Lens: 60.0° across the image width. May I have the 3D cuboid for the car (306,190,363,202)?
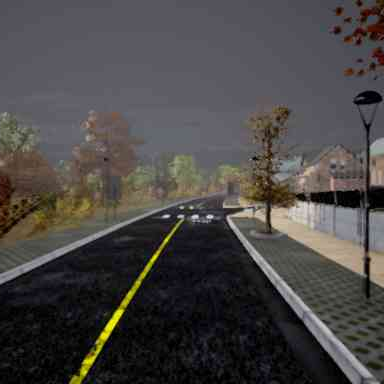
[{"bbox_3d":[12.904,0.546,30.234,5.357,1.411,2.033,-3,0,8],"label":"car"}]
